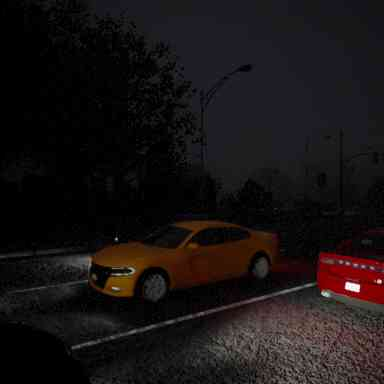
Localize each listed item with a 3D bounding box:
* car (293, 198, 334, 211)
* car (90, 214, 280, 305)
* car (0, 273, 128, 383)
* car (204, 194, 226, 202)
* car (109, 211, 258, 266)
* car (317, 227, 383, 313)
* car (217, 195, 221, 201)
[{"bbox_3d":[14.466,1.477,39.825,1.882,1.535,5.008,0,0,-33],"label":"car"},{"bbox_3d":[0.030,1.477,8.298,5.008,1.535,1.882,0,0,-35],"label":"car"},{"bbox_3d":[-2.985,1.492,1.625,4.902,1.511,2.128,0,0,-35],"label":"car"},{"bbox_3d":[4.743,1.292,68.783,2.128,1.511,4.902,0,1,-33],"label":"car"},{"bbox_3d":[-0.155,1.547,12.458,5.357,1.411,2.033,0,0,-35],"label":"car"},{"bbox_3d":[4.768,1.478,7.124,5.008,1.535,1.882,0,0,-35],"label":"car"},{"bbox_3d":[3.918,1.454,56.637,1.812,1.442,4.674,0,1,-32],"label":"car"}]
